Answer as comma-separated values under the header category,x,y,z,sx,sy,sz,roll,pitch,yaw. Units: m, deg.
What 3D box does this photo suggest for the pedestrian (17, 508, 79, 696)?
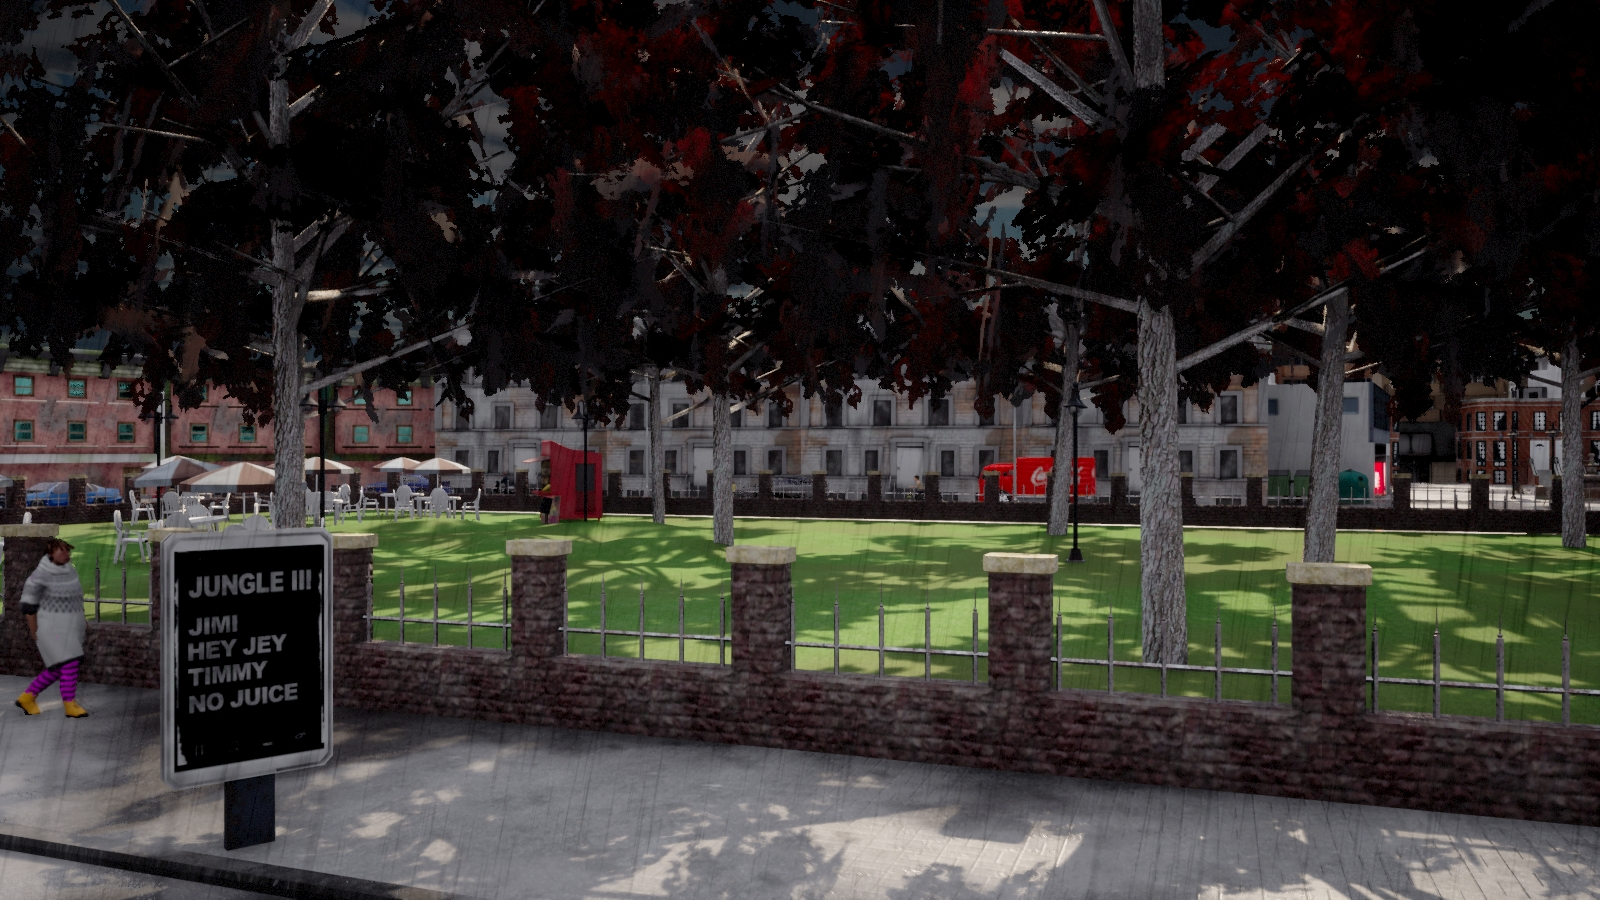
category,x,y,z,sx,sy,sz,roll,pitch,yaw
pedestrian,-7.639,1.528,11.615,0.375,1.860,0.375,0,0,11

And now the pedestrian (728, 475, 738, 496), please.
category,x,y,z,sx,sy,sz,roll,pitch,yaw
pedestrian,-3.572,1.914,61.036,0.500,1.100,0.500,0,0,4

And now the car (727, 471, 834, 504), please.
category,x,y,z,sx,sy,sz,roll,pitch,yaw
car,-0.960,1.837,56.590,4.902,1.511,2.128,0,0,20

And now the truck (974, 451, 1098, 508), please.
category,x,y,z,sx,sy,sz,roll,pitch,yaw
truck,10.835,1.340,52.322,5.204,2.467,2.627,-1,0,20
